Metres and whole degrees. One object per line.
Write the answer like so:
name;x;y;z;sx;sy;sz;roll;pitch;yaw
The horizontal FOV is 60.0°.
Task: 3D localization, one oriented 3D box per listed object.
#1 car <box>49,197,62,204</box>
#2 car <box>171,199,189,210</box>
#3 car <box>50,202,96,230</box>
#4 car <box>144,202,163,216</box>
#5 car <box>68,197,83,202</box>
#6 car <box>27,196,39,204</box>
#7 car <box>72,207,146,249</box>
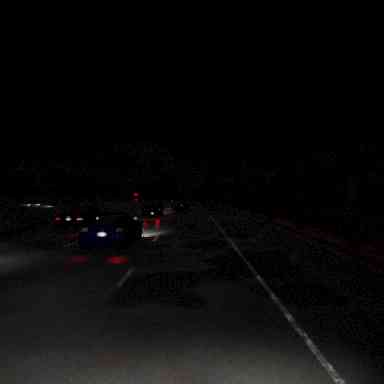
car;-24.737;1.632;60.273;1.882;1.535;5.008;0;0;-22
car;-1.557;1.616;42.859;1.994;1.385;4.181;0;0;-9
car;-6.904;1.560;21.078;2.033;1.411;5.357;0;0;0
car;-3.768;1.631;32.469;1.895;1.301;4.718;0;0;-4
car;-18.000;1.605;51.536;1.837;1.490;4.892;0;0;-16
car;-32.324;1.578;67.729;2.097;1.767;4.553;0;0;-27
car;-3.402;1.568;14.558;1.994;1.385;4.181;0;0;0
